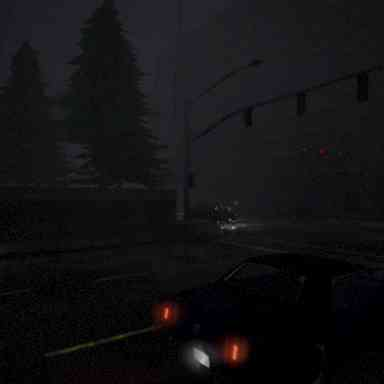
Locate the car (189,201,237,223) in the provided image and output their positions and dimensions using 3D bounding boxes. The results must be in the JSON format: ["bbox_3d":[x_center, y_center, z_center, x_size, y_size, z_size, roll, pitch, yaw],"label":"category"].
[{"bbox_3d":[1.450,1.795,28.265,2.033,1.411,5.357,1,0,-35],"label":"car"}]

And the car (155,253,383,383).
[{"bbox_3d":[1.916,1.650,5.150,4.718,1.301,1.895,1,0,-36],"label":"car"}]

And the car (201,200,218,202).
[{"bbox_3d":[1.945,1.639,33.649,2.097,1.767,4.553,1,0,-35],"label":"car"}]
